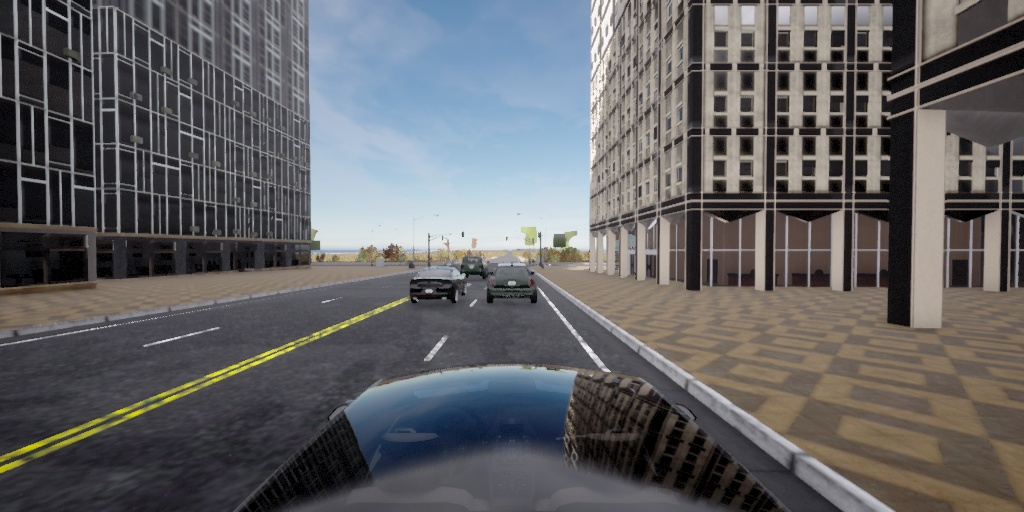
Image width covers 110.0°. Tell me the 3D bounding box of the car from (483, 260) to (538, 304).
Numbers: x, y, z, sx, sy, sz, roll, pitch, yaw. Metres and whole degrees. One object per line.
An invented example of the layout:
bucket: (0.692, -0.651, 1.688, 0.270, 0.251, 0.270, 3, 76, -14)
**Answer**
car: (0.000, 1.109, 16.472, 2.097, 1.767, 4.553, 0, 0, 0)

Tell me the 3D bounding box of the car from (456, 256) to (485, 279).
car: (-3.250, 0.989, 31.533, 2.150, 2.045, 5.566, 0, 0, 0)

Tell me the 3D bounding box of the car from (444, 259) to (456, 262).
car: (-9.750, 1.217, 57.507, 2.128, 1.511, 4.902, 0, 0, 0)

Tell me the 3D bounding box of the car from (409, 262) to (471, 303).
car: (-3.250, 1.227, 16.503, 1.882, 1.535, 5.008, 0, 0, 0)
